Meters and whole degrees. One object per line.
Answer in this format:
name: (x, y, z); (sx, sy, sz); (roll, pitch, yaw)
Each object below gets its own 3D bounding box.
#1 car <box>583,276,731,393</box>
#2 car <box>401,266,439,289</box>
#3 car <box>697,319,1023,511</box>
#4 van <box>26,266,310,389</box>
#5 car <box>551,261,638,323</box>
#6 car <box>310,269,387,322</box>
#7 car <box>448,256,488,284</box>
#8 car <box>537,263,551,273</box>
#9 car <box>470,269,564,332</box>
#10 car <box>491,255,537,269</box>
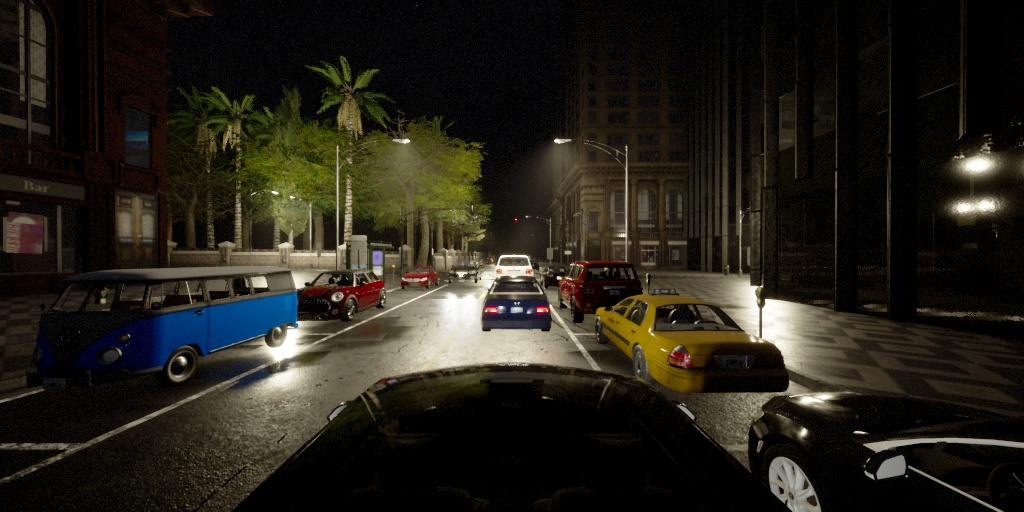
car: (2.764, 1.275, 6.761); (1.751, 1.417, 4.829); (0, 0, 0)
car: (-5.754, 1.327, 22.888); (1.802, 1.307, 4.207); (0, 0, 0)
car: (2.762, 1.300, 1.165); (2.007, 1.370, 4.403); (0, 0, 0)
van: (-5.761, 1.090, 6.609); (1.690, 1.789, 3.998); (0, 0, 0)
car: (2.767, 1.063, 12.016); (2.192, 1.841, 5.009); (0, 0, 0)
car: (-5.759, 1.188, 12.036); (1.967, 1.591, 4.097); (0, 0, 0)
car: (-2.990, 0.924, 23.649); (2.128, 1.511, 4.902); (0, 0, 0)
car: (2.772, 1.310, 22.867); (1.948, 1.339, 4.313); (0, 0, 0)
car: (0.106, 1.296, 10.837); (2.033, 1.411, 5.357); (0, 0, 0)
car: (0.109, 0.968, 21.408); (2.150, 2.045, 5.566); (0, 0, 0)
